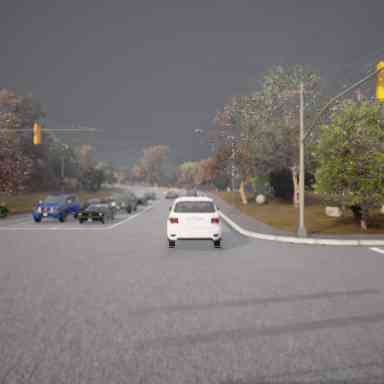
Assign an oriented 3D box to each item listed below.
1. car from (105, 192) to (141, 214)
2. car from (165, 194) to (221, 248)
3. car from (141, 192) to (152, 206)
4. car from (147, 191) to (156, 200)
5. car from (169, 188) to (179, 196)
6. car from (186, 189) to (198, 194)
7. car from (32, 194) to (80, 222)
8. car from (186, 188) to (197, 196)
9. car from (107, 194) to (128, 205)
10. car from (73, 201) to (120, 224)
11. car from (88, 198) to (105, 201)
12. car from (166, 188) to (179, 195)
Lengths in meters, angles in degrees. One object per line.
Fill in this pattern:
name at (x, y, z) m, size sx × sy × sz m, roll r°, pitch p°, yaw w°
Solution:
car at (-7.086, 1.074, 34.751) m, size 2.150 × 2.045 × 5.566 m, roll 0°, pitch 1°, yaw 0°
car at (0.101, 1.254, 15.172) m, size 2.150 × 2.045 × 5.566 m, roll 0°, pitch 0°, yaw 0°
car at (-7.036, 1.126, 44.684) m, size 1.895 × 1.301 × 4.718 m, roll 0°, pitch 2°, yaw 1°
car at (-6.995, 0.580, 55.367) m, size 2.033 × 1.411 × 5.357 m, roll 0°, pitch 3°, yaw 0°
car at (-3.589, -0.028, 66.847) m, size 1.882 × 1.535 × 5.008 m, roll 0°, pitch 3°, yaw -3°
car at (0.005, 0.449, 56.954) m, size 2.128 × 1.511 × 4.902 m, roll 0°, pitch 3°, yaw 0°
car at (-10.605, 1.221, 26.582) m, size 2.150 × 2.045 × 5.566 m, roll 0°, pitch 1°, yaw -2°
car at (-0.099, 0.048, 66.999) m, size 1.994 × 1.385 × 4.181 m, roll 0°, pitch 3°, yaw -3°
car at (-10.505, 1.020, 47.168) m, size 1.895 × 1.301 × 4.718 m, roll 0°, pitch 3°, yaw 0°
car at (-7.084, 1.614, 25.238) m, size 1.895 × 1.301 × 4.718 m, roll 0°, pitch 1°, yaw -1°
car at (-10.574, 1.345, 36.890) m, size 2.033 × 1.411 × 5.357 m, roll 0°, pitch 2°, yaw 1°
car at (-3.495, 0.528, 56.802) m, size 1.994 × 1.385 × 4.181 m, roll 0°, pitch 3°, yaw 0°
